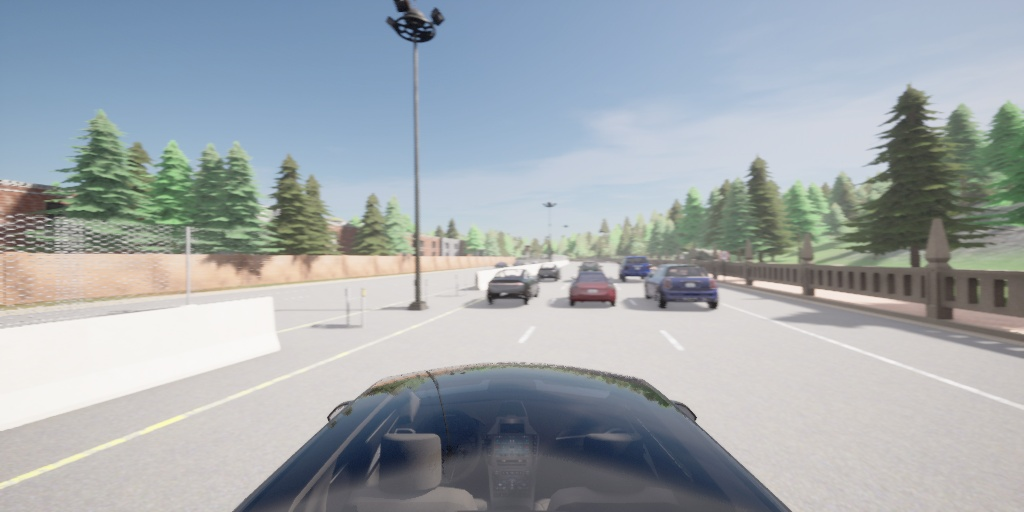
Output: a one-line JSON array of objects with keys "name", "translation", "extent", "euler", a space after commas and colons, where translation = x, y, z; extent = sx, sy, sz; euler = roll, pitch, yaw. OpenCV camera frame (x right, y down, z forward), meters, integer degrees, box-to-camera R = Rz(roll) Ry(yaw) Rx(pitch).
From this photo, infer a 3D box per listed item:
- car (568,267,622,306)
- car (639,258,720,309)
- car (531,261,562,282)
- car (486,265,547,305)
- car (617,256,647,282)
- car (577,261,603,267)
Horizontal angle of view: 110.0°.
[{"name": "car", "translation": [3.605, 1.373, 16.202], "extent": [1.994, 1.385, 4.181], "euler": [-1, 0, 12]}, {"name": "car", "translation": [6.976, 1.107, 15.243], "extent": [2.097, 1.767, 4.553], "euler": [-1, -1, 12]}, {"name": "car", "translation": [3.296, 1.418, 31.490], "extent": [2.128, 1.511, 4.902], "euler": [-1, 0, 12]}, {"name": "car", "translation": [0.163, 1.351, 16.844], "extent": [2.128, 1.511, 4.902], "euler": [-1, 0, 12]}, {"name": "car", "translation": [10.073, 1.039, 29.746], "extent": [2.150, 2.045, 5.566], "euler": [-1, 0, 12]}, {"name": "car", "translation": [6.668, 1.223, 30.544], "extent": [2.097, 1.767, 4.553], "euler": [-1, -1, 12]}]
